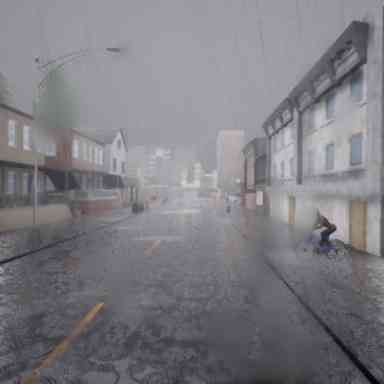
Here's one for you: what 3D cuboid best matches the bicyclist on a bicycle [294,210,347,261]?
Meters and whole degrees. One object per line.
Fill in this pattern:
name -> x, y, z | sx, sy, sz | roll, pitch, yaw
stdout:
bicyclist on a bicycle -> 4.062, 1.383, 10.514 | 1.656, 1.620, 0.582 | 1, 0, 2
